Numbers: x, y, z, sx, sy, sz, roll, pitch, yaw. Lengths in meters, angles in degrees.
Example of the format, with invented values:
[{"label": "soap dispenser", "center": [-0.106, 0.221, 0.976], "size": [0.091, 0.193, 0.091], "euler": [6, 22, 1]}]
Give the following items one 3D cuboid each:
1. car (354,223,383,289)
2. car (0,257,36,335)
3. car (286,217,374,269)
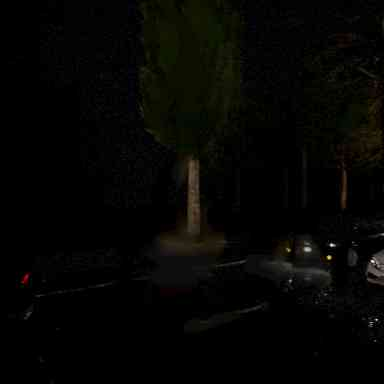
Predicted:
[{"label": "car", "center": [6.097, 1.536, 7.999], "size": [4.674, 1.442, 1.812], "euler": [0, 0, -35]}, {"label": "car", "center": [-4.722, 1.506, 4.306], "size": [4.892, 1.490, 1.837], "euler": [1, 0, -35]}, {"label": "car", "center": [5.162, 1.577, 11.324], "size": [4.181, 1.385, 1.994], "euler": [0, 0, -35]}]
